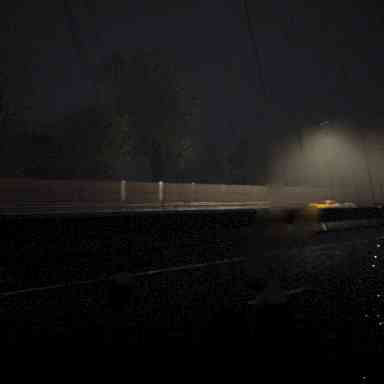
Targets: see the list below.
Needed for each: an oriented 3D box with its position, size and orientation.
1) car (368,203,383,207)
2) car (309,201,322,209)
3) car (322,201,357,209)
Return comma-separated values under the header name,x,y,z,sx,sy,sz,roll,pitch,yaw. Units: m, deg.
name,x,y,z,sx,sy,sz,roll,pitch,yaw
car,19.995,1.879,35.447,4.674,1.442,1.812,1,0,-35
car,16.788,1.841,41.749,5.008,1.535,1.882,1,-1,-35
car,17.240,1.945,37.782,4.718,1.301,1.895,1,0,-35
